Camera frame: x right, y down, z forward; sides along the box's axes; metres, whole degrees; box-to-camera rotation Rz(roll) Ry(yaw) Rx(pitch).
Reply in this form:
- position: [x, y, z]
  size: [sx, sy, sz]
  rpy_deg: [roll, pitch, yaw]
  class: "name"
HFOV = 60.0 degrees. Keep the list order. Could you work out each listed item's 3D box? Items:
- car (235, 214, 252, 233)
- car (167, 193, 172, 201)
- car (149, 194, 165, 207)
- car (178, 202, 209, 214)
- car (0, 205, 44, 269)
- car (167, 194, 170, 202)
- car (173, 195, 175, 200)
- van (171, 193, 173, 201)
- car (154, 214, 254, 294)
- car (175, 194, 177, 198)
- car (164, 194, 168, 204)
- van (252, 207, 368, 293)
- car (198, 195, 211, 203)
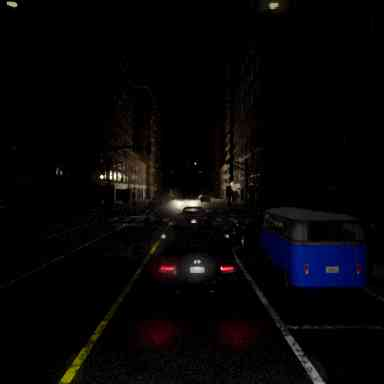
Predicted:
- position: [2.848, 1.562, 14.272]
  size: [1.947, 1.339, 4.313]
  rpy_deg: [0, 0, 0]
  class: "car"
- position: [-5.709, 1.509, 68.608]
  size: [1.887, 1.381, 4.507]
  rpy_deg: [0, 0, 0]
  class: "car"
- position: [-5.699, 1.493, 52.086]
  size: [1.752, 1.417, 4.829]
  rpy_deg: [0, 0, 0]
  class: "car"
- position: [0.077, 1.557, 20.203]
  size: [1.994, 1.385, 4.181]
  rpy_deg: [0, 0, -1]
  class: "car"
- position: [-5.674, 1.313, 8.567]
  size: [2.192, 1.841, 5.009]
  rpy_deg: [0, 0, 0]
  class: "car"
- position: [-5.706, 1.509, 63.157]
  size: [1.887, 1.381, 4.507]
  rpy_deg: [0, 0, 0]
  class: "car"
- position: [-5.715, 1.516, 79.510]
  size: [2.008, 1.369, 4.403]
  rpy_deg: [0, 0, 0]
  class: "car"
- position: [-5.712, 1.305, 74.059]
  size: [1.690, 1.788, 3.998]
  rpy_deg: [0, 0, 0]
  class: "van"
- position: [0.096, 1.546, 8.922]
  size: [2.033, 1.411, 5.357]
  rpy_deg: [0, 0, 0]
  class: "car"
- position: [-5.719, 1.282, 84.961]
  size: [2.192, 1.841, 5.009]
  rpy_deg: [0, 0, 0]
  class: "car"
- position: [-5.702, 1.517, 57.706]
  size: [2.008, 1.369, 4.403]
  rpy_deg: [0, 0, 0]
  class: "car"
- position: [2.850, 1.339, 8.612]
  size: [1.690, 1.788, 3.998]
  rpy_deg: [0, 0, 0]
  class: "van"
- position: [2.816, 1.404, 68.649]
  size: [1.967, 1.590, 4.097]
  rpy_deg: [0, 0, 0]
  class: "car"
